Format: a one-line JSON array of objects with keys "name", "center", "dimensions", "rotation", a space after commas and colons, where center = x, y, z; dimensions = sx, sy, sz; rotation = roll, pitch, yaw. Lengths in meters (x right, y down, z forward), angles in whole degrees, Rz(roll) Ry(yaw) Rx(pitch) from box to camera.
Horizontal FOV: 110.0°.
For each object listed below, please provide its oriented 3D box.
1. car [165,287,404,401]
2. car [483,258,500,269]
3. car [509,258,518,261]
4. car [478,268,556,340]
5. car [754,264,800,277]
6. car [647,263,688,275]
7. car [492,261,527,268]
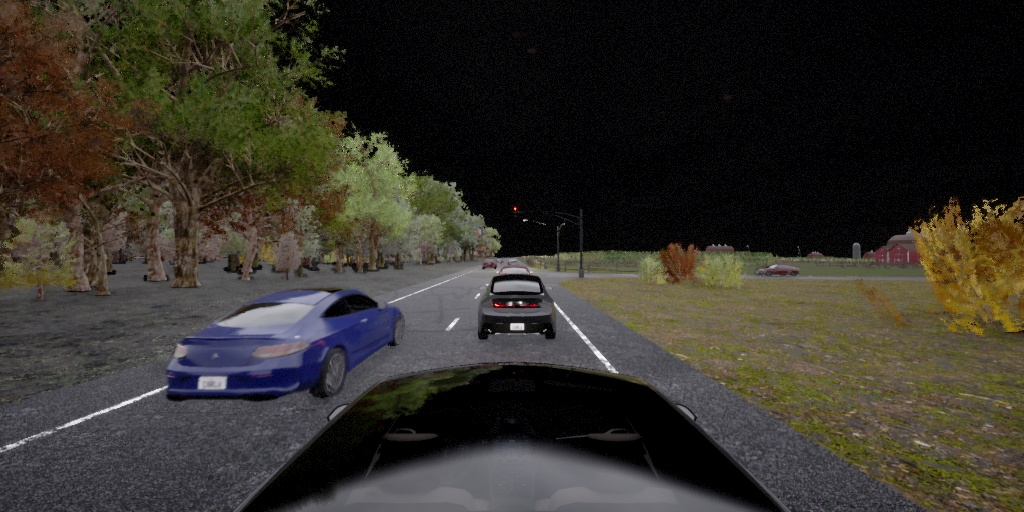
[{"name": "car", "center": [-3.394, 1.277, 6.367], "dimensions": [1.812, 1.442, 4.674], "rotation": [0, 0, 0]}, {"name": "car", "center": [-3.325, 1.107, 55.462], "dimensions": [2.097, 1.767, 4.553], "rotation": [0, 0, 0]}, {"name": "car", "center": [0.203, 1.247, 59.864], "dimensions": [2.128, 1.511, 4.902], "rotation": [0, 0, 0]}, {"name": "car", "center": [0.112, 1.257, 10.049], "dimensions": [1.837, 1.490, 4.892], "rotation": [0, 0, 0]}, {"name": "car", "center": [31.057, 1.672, 42.041], "dimensions": [4.674, 1.442, 1.812], "rotation": [0, -1, 0]}, {"name": "car", "center": [18.057, 1.496, 42.140], "dimensions": [4.902, 1.511, 2.128], "rotation": [1, -1, 1]}, {"name": "car", "center": [0.128, 1.232, 19.413], "dimensions": [1.882, 1.535, 5.008], "rotation": [0, 0, 0]}]
